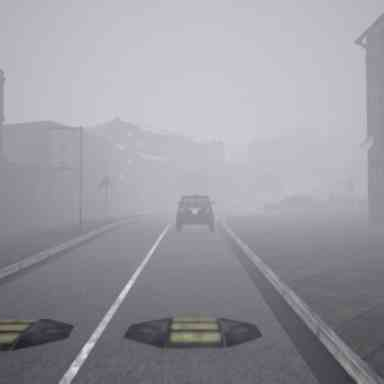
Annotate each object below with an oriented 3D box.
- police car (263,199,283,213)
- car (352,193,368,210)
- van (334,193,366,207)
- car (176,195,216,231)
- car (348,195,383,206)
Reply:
[{"bbox_3d":[10.542,1.621,38.581,5.238,1.638,1.930,0,-2,-31],"label":"police car"},{"bbox_3d":[21.015,1.060,37.119,2.435,2.045,5.566,-3,-1,-12],"label":"car"},{"bbox_3d":[23.714,1.258,50.143,1.878,1.987,4.442,-3,-1,-12],"label":"van"},{"bbox_3d":[0.263,1.161,20.518,2.150,2.045,5.566,0,0,2],"label":"car"},{"bbox_3d":[26.431,1.336,50.840,2.231,1.521,4.892,-3,-1,-12],"label":"car"}]
